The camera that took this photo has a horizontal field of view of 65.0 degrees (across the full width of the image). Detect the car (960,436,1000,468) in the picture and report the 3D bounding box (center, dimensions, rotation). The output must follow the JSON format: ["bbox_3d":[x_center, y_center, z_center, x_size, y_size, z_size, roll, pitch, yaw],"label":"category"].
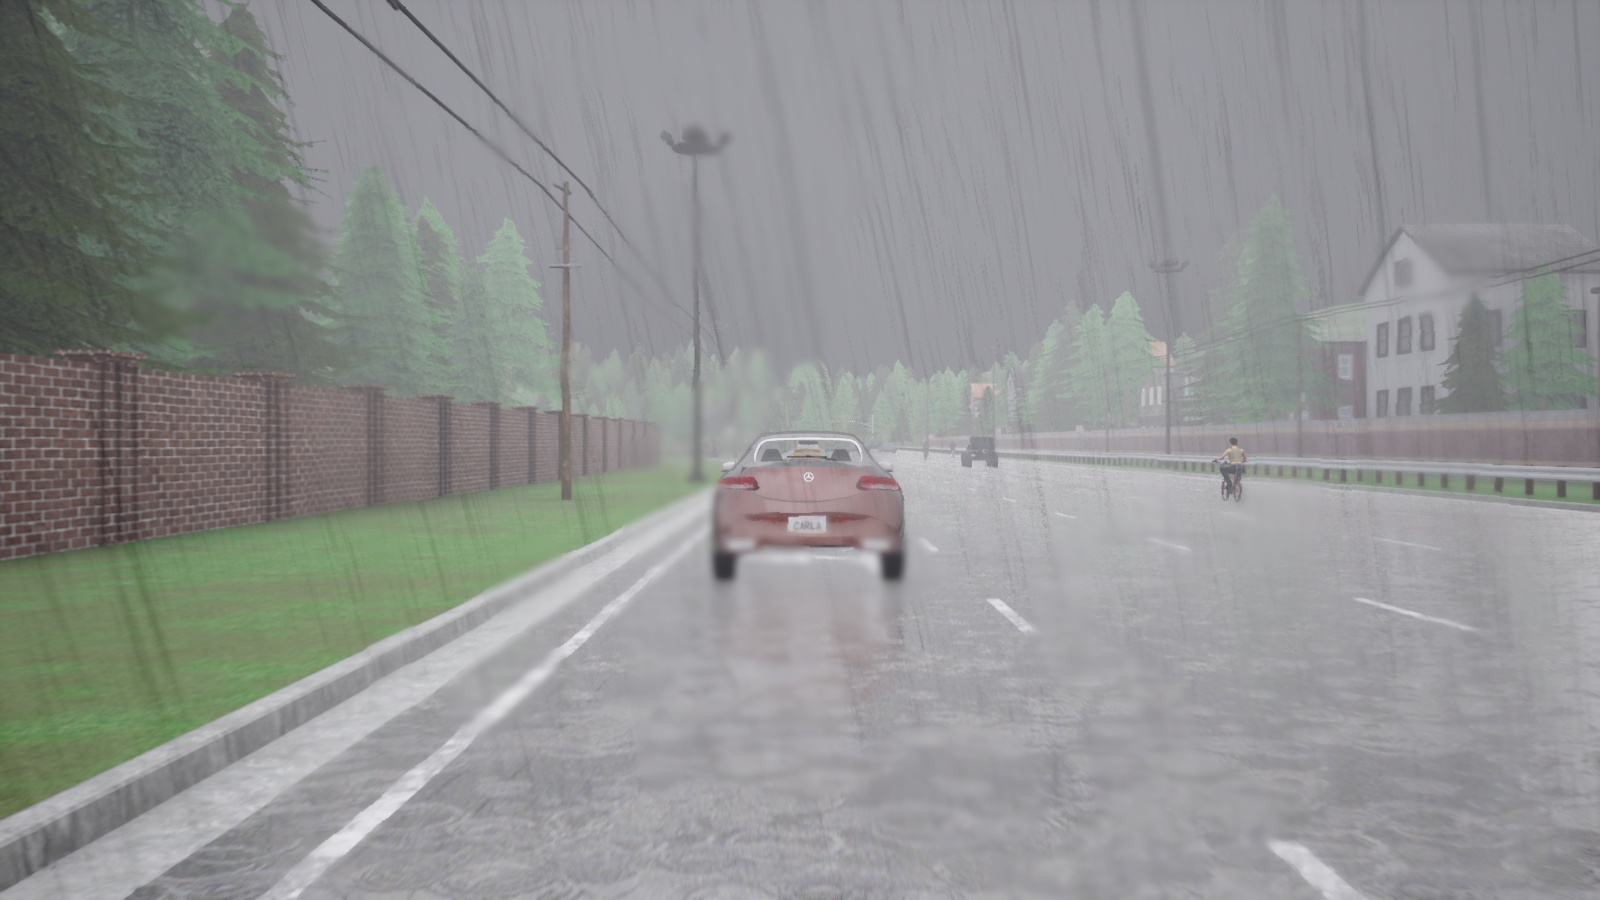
[{"bbox_3d":[10.954,0.119,76.696,1.905,1.878,3.866,0,0,0],"label":"car"}]

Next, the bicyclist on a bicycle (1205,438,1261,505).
[{"bbox_3d":[10.688,0.517,31.051,0.866,1.612,1.509,0,0,1],"label":"bicyclist on a bicycle"}]

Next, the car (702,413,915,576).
[{"bbox_3d":[0.103,0.439,15.224,2.152,1.651,5.027,0,0,0],"label":"car"}]
